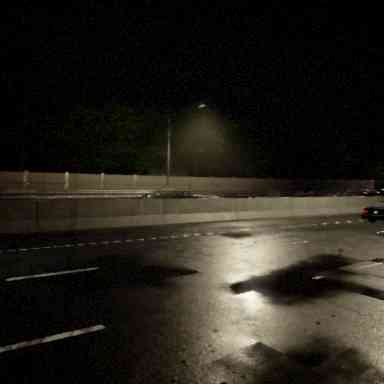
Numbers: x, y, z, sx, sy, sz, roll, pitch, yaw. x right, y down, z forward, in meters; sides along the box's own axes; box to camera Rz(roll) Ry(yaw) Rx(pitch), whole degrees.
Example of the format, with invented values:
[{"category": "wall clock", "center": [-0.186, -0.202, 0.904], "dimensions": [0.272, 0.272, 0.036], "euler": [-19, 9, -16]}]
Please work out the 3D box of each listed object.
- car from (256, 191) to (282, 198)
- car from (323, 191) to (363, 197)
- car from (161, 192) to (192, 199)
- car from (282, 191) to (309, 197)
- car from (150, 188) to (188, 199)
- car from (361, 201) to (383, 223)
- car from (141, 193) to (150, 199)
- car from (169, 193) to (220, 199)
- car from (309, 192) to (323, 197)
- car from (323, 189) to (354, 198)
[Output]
[{"category": "car", "center": [10.775, 0.595, 44.923], "dimensions": [4.674, 1.442, 1.812], "euler": [0, 2, -34]}, {"category": "car", "center": [16.975, 0.736, 36.444], "dimensions": [4.553, 1.767, 2.097], "euler": [0, 2, -34]}, {"category": "car", "center": [0.017, 0.868, 29.308], "dimensions": [4.718, 1.301, 1.895], "euler": [0, 2, -34]}, {"category": "car", "center": [14.544, 0.665, 43.231], "dimensions": [4.902, 1.511, 2.128], "euler": [0, 2, -34]}, {"category": "car", "center": [-1.221, 0.640, 32.681], "dimensions": [5.008, 1.535, 1.882], "euler": [0, 2, -34]}, {"category": "car", "center": [12.876, 1.243, 20.968], "dimensions": [5.357, 1.411, 2.033], "euler": [0, 2, -34]}, {"category": "car", "center": [-3.197, 0.408, 35.557], "dimensions": [4.553, 1.767, 2.097], "euler": [0, 2, -34]}, {"category": "car", "center": [0.948, 0.972, 25.727], "dimensions": [4.718, 1.301, 1.895], "euler": [0, 2, -34]}, {"category": "car", "center": [17.165, 0.769, 40.779], "dimensions": [4.902, 1.511, 2.128], "euler": [0, 2, -33]}, {"category": "car", "center": [23.703, 0.185, 53.590], "dimensions": [5.357, 1.411, 2.033], "euler": [-1, 2, -34]}]
